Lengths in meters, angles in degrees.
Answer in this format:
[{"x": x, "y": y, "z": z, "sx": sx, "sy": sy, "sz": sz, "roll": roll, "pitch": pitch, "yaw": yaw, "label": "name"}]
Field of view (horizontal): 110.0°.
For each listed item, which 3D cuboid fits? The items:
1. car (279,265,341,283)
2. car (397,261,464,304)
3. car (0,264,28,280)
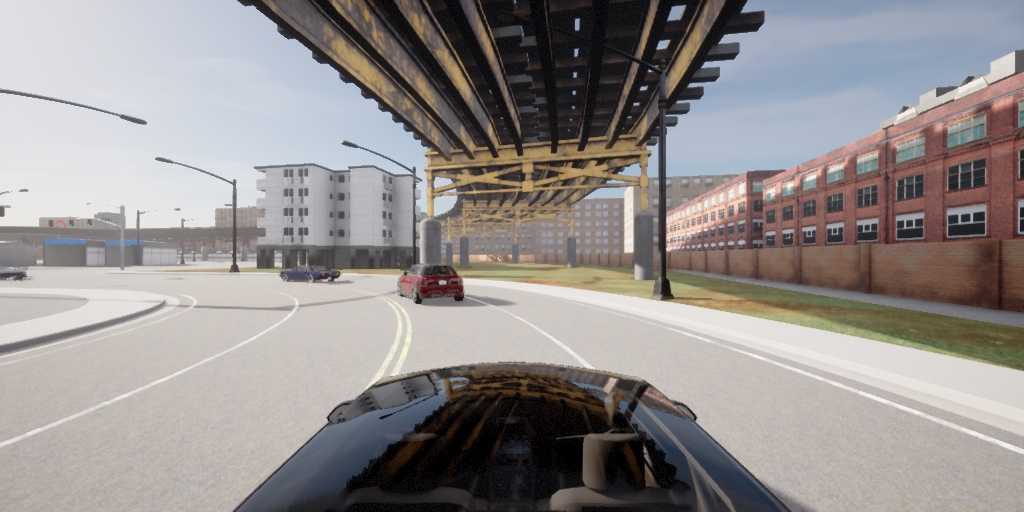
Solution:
[{"x": -15.557, "y": 1.366, "z": 27.507, "sx": 4.718, "sy": 1.301, "sz": 1.895, "roll": 0, "pitch": 0, "yaw": 24, "label": "car"}, {"x": -3.897, "y": 1.116, "z": 16.693, "sx": 2.097, "sy": 1.767, "sz": 4.553, "roll": 0, "pitch": 0, "yaw": -29, "label": "car"}, {"x": -42.972, "y": 1.351, "z": 29.422, "sx": 5.357, "sy": 1.411, "sz": 2.033, "roll": 0, "pitch": 0, "yaw": 10, "label": "car"}]
